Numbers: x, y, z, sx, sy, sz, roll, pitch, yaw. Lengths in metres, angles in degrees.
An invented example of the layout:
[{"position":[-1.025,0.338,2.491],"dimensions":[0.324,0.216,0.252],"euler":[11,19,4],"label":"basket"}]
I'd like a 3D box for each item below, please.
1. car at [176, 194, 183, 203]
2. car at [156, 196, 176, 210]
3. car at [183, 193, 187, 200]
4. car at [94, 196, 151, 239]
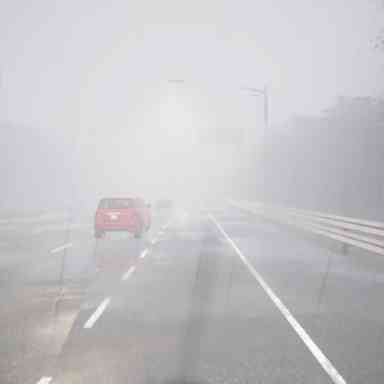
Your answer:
[{"position":[-3.318,1.488,68.912],"dimensions":[1.812,1.442,4.674],"euler":[0,0,0],"label":"car"},{"position":[-3.415,1.458,41.785],"dimensions":[1.882,1.535,5.008],"euler":[0,0,0],"label":"car"},{"position":[-3.226,1.532,95.036],"dimensions":[1.895,1.301,4.718],"euler":[0,0,0],"label":"car"},{"position":[-3.487,1.221,17.548],"dimensions":[2.150,2.045,5.566],"euler":[0,0,0],"label":"car"}]
